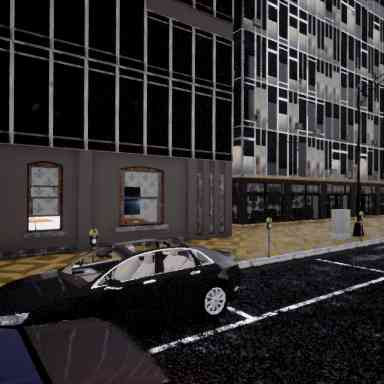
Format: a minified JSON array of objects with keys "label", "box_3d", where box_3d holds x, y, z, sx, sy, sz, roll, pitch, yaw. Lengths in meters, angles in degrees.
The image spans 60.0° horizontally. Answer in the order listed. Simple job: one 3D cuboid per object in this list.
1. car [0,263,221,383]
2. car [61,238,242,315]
[{"label":"car","box_3d":[-2.541,1.547,1.447,5.357,1.411,2.033,0,0,-35]},{"label":"car","box_3d":[-1.072,1.551,5.786,4.403,1.369,2.008,0,0,-35]}]
